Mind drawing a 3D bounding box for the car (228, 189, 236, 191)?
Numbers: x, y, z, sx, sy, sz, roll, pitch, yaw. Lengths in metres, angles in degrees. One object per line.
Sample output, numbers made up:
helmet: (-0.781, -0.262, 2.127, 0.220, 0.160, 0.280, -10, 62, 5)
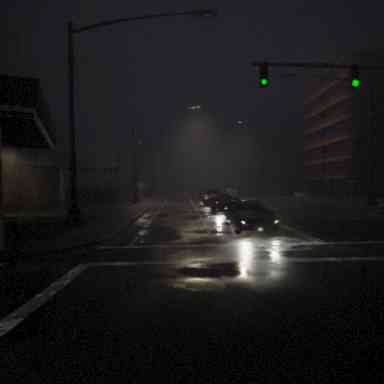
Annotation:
car: (5.414, 0.273, 46.702, 1.812, 1.442, 4.674, -1, 1, -2)

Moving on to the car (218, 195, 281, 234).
car: (2.721, 1.088, 16.354, 2.033, 1.411, 5.357, -1, 1, -2)

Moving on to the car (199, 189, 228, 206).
car: (2.133, 0.462, 34.171, 2.097, 1.767, 4.553, -1, 1, -2)

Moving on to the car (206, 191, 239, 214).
car: (2.417, 0.882, 25.587, 1.994, 1.385, 4.181, -1, 1, -2)
